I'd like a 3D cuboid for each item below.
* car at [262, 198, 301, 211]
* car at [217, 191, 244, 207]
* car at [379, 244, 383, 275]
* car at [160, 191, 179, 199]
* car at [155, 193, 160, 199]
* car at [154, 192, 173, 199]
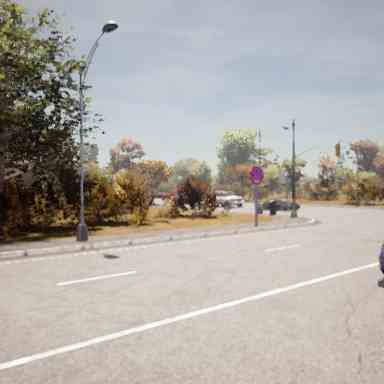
[{"bbox_3d":[9.575,1.309,35.824,1.994,1.385,4.181,-1,0,-32],"label":"car"},{"bbox_3d":[4.463,0.957,43.917,2.150,2.045,5.566,-1,0,-33],"label":"car"},{"bbox_3d":[6.483,1.436,8.366,4.674,1.442,1.812,0,0,-35],"label":"car"},{"bbox_3d":[-3.452,0.720,63.296,2.150,2.045,5.566,-1,1,-33],"label":"car"},{"bbox_3d":[-9.359,0.837,71.846,2.033,1.411,5.357,-1,2,-37],"label":"car"},{"bbox_3d":[-6.420,0.748,73.749,1.882,1.535,5.008,-1,2,-37],"label":"car"}]
